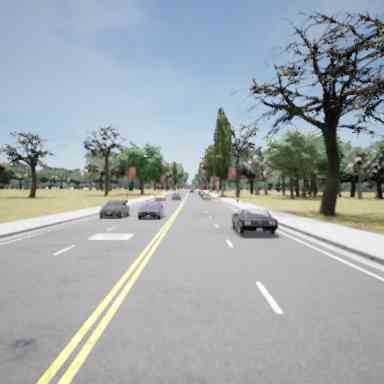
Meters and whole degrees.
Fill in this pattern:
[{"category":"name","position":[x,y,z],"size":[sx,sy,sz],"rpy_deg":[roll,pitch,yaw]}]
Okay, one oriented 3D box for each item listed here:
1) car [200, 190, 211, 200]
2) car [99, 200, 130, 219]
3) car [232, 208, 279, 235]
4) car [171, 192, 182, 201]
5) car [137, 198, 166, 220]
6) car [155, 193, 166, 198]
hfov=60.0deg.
[{"category":"car","position":[3.236,0.930,72.277],"size":[1.801,1.575,5.366],"rpy_deg":[0,1,0]},{"category":"car","position":[-6.603,1.446,28.689],"size":[1.837,1.490,4.892],"rpy_deg":[0,0,0]},{"category":"car","position":[3.349,1.564,18.647],"size":[1.895,1.301,4.718],"rpy_deg":[0,0,0]},{"category":"car","position":[-3.263,0.860,69.458],"size":[2.097,1.767,4.553],"rpy_deg":[0,1,0]},{"category":"car","position":[-3.354,1.490,28.168],"size":[2.033,1.411,5.357],"rpy_deg":[0,0,0]},{"category":"car","position":[-6.513,0.983,69.428],"size":[1.882,1.535,5.008],"rpy_deg":[0,1,0]}]
